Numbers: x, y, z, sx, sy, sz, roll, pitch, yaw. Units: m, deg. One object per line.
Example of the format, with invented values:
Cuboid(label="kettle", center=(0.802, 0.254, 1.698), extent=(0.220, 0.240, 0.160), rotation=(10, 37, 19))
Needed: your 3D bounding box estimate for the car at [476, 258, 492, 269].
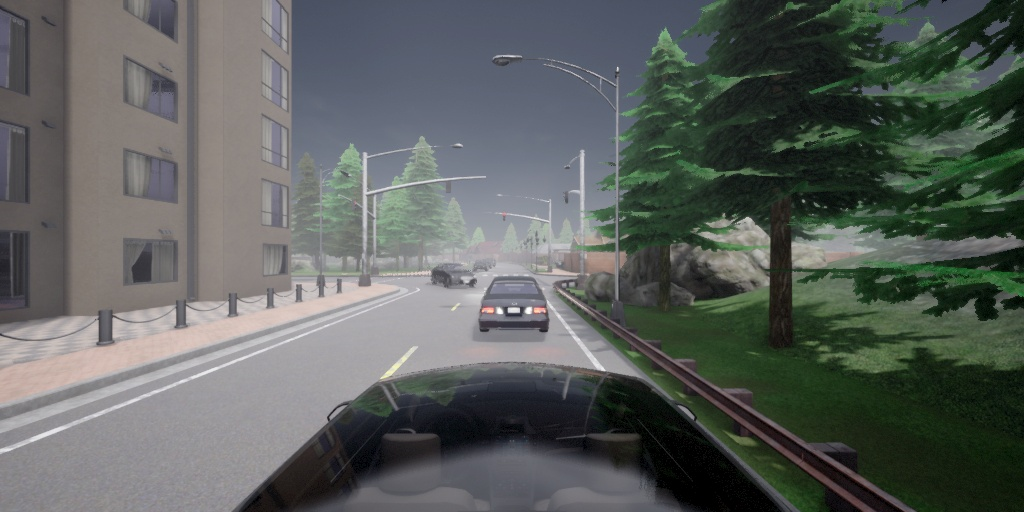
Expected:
Cuboid(label="car", center=(-4.012, 1.224, 46.336), extent=(1.837, 1.490, 4.892), rotation=(0, 0, 0))

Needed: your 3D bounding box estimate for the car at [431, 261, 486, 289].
Cuboid(label="car", center=(-3.810, 1.229, 23.275), extent=(2.128, 1.511, 4.902), rotation=(1, 0, -29))

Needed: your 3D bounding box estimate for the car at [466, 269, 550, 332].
Cuboid(label="car", center=(0.066, 1.297, 10.778), extent=(2.033, 1.411, 5.357), rotation=(0, 0, 1))

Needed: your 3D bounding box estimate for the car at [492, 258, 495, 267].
Cuboid(label="car", center=(-4.068, 1.225, 55.802), extent=(1.837, 1.490, 4.892), rotation=(0, 0, 0))
